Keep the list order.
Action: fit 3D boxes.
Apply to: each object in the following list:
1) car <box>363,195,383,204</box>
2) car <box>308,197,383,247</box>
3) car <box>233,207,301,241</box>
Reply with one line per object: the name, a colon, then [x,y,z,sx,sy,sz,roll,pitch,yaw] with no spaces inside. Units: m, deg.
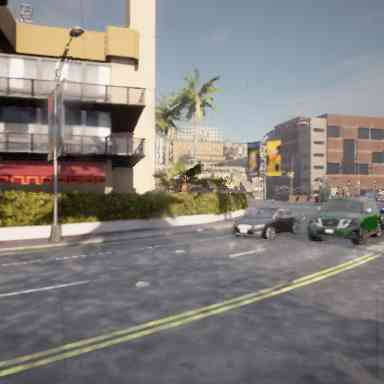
car: [38.365,1.591,69.589,2.185,1.767,4.553,0,0,-14]
car: [7.533,1.299,16.079,2.150,2.045,5.566,0,0,40]
car: [4.053,1.572,17.509,2.128,1.511,4.902,0,0,41]
